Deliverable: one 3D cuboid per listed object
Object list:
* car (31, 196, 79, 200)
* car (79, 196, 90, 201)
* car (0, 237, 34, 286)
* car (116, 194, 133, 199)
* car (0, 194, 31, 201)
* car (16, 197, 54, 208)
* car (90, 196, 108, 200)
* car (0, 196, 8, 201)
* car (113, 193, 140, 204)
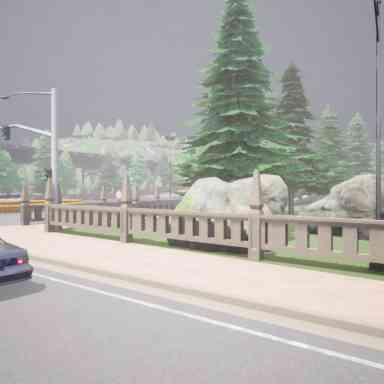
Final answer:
[{"bbox_3d":[-18.370,1.478,44.823,1.882,1.535,5.008,0,0,36],"label":"car"},{"bbox_3d":[-18.508,1.352,50.624,2.097,1.767,4.553,0,0,35],"label":"car"},{"bbox_3d":[-6.105,1.547,8.317,5.357,1.411,2.033,0,0,36],"label":"car"},{"bbox_3d":[-10.895,1.272,55.240,2.097,1.767,4.553,0,1,36],"label":"car"},{"bbox_3d":[-24.176,1.221,42.748,2.150,2.045,5.566,0,0,36],"label":"car"},{"bbox_3d":[-23.398,1.505,49.816,1.837,1.490,4.892,0,0,36],"label":"car"},{"bbox_3d":[-17.054,1.430,58.659,2.128,1.511,4.902,0,1,36],"label":"car"},{"bbox_3d":[-23.925,1.491,37.113,2.128,1.511,4.902,0,0,36],"label":"car"},{"bbox_3d":[-11.711,1.167,60.109,2.097,1.767,4.553,0,2,36],"label":"car"}]
